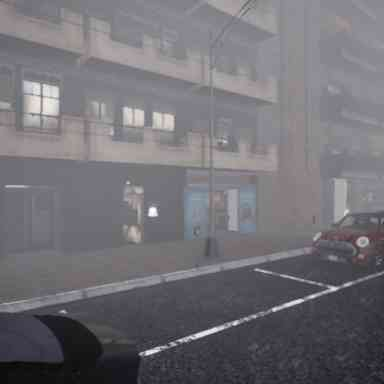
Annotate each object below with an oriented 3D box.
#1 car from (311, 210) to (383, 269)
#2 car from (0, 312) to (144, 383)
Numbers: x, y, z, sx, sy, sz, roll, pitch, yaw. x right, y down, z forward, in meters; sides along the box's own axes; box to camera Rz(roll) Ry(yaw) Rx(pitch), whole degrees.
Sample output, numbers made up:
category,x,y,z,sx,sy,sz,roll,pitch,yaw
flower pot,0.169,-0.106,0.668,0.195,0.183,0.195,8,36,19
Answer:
category,x,y,z,sx,sy,sz,roll,pitch,yaw
car,5.763,1.419,11.062,4.097,1.590,1.967,0,0,-37
car,-2.484,1.516,1.374,4.902,1.511,2.128,0,0,-37
